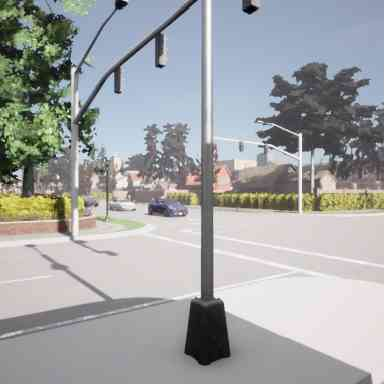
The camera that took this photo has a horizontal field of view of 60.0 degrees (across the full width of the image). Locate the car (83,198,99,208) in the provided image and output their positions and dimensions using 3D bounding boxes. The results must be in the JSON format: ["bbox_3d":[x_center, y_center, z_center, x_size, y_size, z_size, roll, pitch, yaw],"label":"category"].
[{"bbox_3d":[-15.578,1.548,49.676,2.033,1.411,5.357,0,0,-36],"label":"car"}]

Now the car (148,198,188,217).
[{"bbox_3d":[-2.323,1.352,31.360,2.097,1.767,4.553,0,0,-36],"label":"car"}]

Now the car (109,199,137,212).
[{"bbox_3d":[-8.309,1.526,39.634,1.812,1.442,4.674,0,0,-36],"label":"car"}]
